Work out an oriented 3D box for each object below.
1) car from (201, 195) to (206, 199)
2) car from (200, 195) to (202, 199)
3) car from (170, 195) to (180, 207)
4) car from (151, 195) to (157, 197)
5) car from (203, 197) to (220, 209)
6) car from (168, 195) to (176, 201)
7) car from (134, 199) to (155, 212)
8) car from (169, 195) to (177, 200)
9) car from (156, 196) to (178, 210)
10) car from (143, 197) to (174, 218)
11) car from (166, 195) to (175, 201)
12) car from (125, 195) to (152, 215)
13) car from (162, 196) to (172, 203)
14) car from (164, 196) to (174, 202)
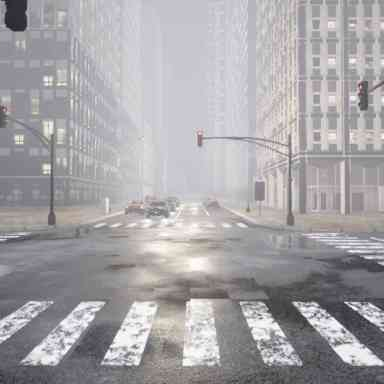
[{"bbox_3d":[2.895,1.547,56.324,1.752,1.417,4.829,1,0,0],"label":"car"},{"bbox_3d":[2.912,1.590,61.731,1.947,1.339,4.313,1,0,0],"label":"car"},{"bbox_3d":[-2.925,1.371,49.877,2.097,1.767,4.553,0,0,0],"label":"car"},{"bbox_3d":[-5.520,1.332,44.964,2.192,1.841,5.009,1,0,0],"label":"car"},{"bbox_3d":[2.855,1.599,44.998,1.802,1.307,4.206,1,0,0],"label":"car"},{"bbox_3d":[-5.374,1.587,89.565,2.008,1.369,4.403,1,0,0],"label":"car"},{"bbox_3d":[-5.544,1.597,39.389,1.802,1.307,4.206,1,0,0],"label":"car"},{"bbox_3d":[-5.356,1.604,95.141,1.947,1.339,4.313,1,0,0],"label":"car"},{"bbox_3d":[-2.965,1.520,39.803,1.837,1.490,4.892,0,0,0],"label":"car"},{"bbox_3d":[-2.997,1.516,30.353,1.837,1.490,4.892,0,0,0],"label":"car"},{"bbox_3d":[-5.393,1.578,83.990,1.887,1.381,4.507,1,0,0],"label":"car"},{"bbox_3d":[-5.560,1.453,33.814,1.967,1.590,4.097,1,0,0],"label":"car"},{"bbox_3d":[-5.430,1.573,72.840,1.887,1.381,4.507,1,0,0],"label":"car"},{"bbox_3d":[-5.411,1.581,78.415,2.008,1.369,4.403,1,0,0],"label":"car"}]
